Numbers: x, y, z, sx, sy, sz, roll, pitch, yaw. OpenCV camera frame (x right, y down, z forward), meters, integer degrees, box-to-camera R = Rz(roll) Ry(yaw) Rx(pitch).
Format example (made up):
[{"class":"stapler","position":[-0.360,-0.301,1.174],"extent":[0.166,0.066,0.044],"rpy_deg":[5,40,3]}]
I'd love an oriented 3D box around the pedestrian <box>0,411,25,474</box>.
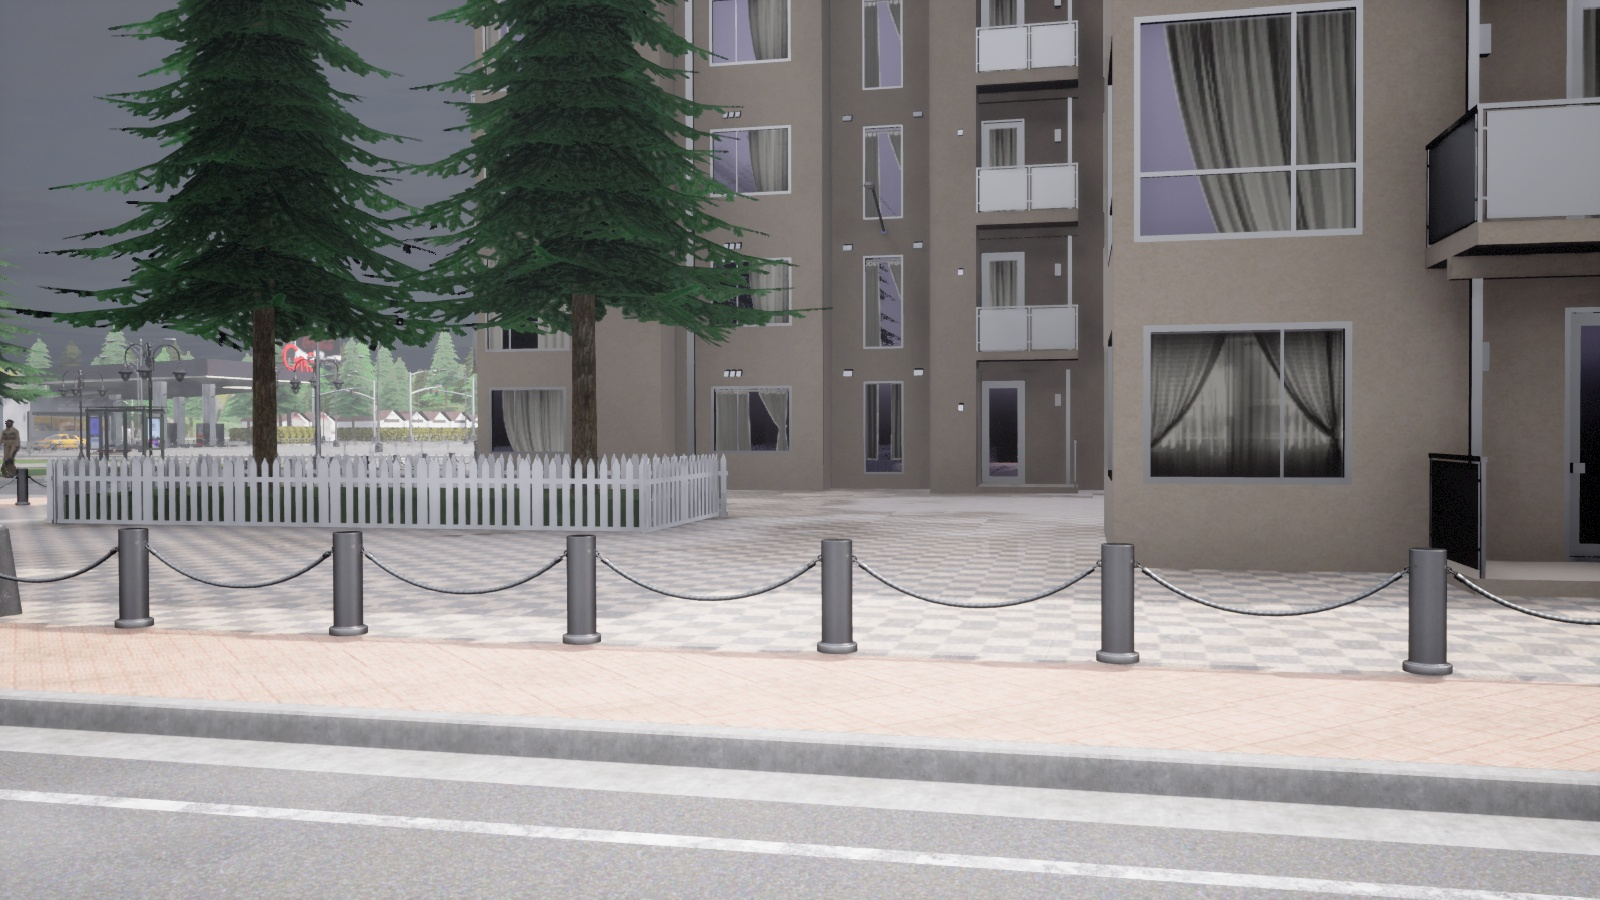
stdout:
[{"class":"pedestrian","position":[-24.093,-0.233,38.365],"extent":[0.396,1.930,0.692],"rpy_deg":[0,1,1]}]
